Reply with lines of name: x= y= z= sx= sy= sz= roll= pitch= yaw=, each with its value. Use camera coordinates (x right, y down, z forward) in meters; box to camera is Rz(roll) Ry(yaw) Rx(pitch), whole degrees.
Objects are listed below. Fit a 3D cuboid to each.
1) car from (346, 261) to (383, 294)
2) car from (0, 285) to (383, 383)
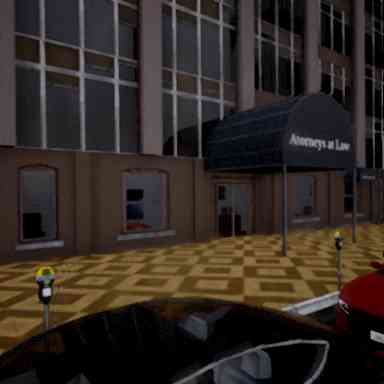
car: x=4.135 y=1.539 z=5.377 sx=4.507 sy=1.381 sz=1.887 roll=0 pitch=0 yaw=-35
car: x=-0.500 y=1.564 z=2.088 sx=4.313 sy=1.339 sz=1.947 roll=0 pitch=0 yaw=-35
